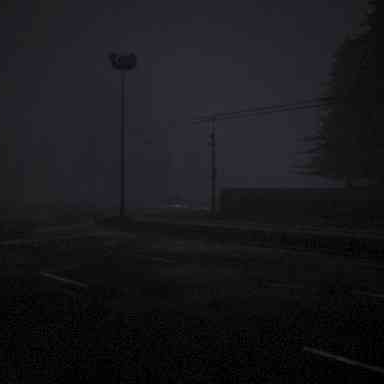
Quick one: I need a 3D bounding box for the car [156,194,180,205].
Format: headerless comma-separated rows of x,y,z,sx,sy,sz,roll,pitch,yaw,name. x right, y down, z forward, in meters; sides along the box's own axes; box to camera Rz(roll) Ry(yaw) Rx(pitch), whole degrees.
-4.198,1.387,61.781,2.150,2.045,5.566,0,0,38,car

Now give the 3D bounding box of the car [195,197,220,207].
3.017,1.708,54.015,1.812,1.442,4.674,0,0,38,car

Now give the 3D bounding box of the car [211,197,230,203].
6.361,1.785,74.636,1.812,1.442,4.674,0,0,43,car

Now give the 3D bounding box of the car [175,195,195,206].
-0.551,1.747,60.813,1.994,1.385,4.181,0,0,38,car
